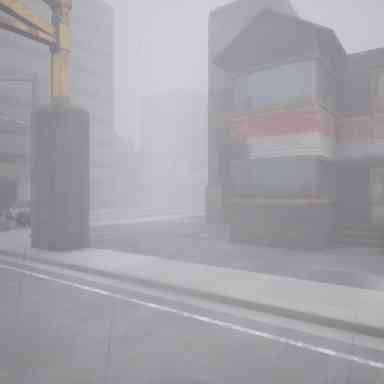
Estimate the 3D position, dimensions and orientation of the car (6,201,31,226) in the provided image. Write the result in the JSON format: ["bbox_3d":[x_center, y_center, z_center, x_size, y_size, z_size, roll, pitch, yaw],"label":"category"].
[{"bbox_3d":[-9.710,1.453,22.725,2.038,1.542,4.974,0,0,15],"label":"car"}]

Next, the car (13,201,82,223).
[{"bbox_3d":[-9.697,1.295,22.775,1.853,1.218,4.536,0,0,15],"label":"car"}]

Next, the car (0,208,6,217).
[{"bbox_3d":[-12.868,1.295,25.424,4.536,1.218,1.853,0,0,-30],"label":"car"}]
